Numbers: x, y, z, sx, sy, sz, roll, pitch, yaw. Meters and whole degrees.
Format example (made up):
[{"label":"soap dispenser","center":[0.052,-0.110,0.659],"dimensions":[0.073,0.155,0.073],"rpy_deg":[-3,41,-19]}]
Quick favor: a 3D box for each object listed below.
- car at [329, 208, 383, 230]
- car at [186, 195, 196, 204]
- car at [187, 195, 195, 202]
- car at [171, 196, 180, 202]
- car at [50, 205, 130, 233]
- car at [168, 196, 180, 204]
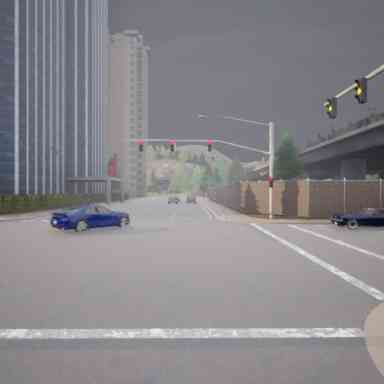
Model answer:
[{"label":"car","center":[11.344,1.656,21.092],"dimensions":[4.718,1.301,1.895],"rpy_deg":[0,0,1]},{"label":"car","center":[-0.140,1.547,63.517],"dimensions":[2.033,1.411,5.357],"rpy_deg":[0,0,0]},{"label":"car","center":[-0.163,1.385,73.919],"dimensions":[1.812,1.442,4.674],"rpy_deg":[0,0,0]},{"label":"car","center":[-3.663,1.456,73.941],"dimensions":[1.895,1.301,4.718],"rpy_deg":[0,0,0]},{"label":"car","center":[-5.996,1.508,20.103],"dimensions":[1.882,1.535,5.008],"rpy_deg":[1,1,37]},{"label":"car","center":[-3.640,1.547,63.510],"dimensions":[2.033,1.411,5.357],"rpy_deg":[0,0,0]}]
